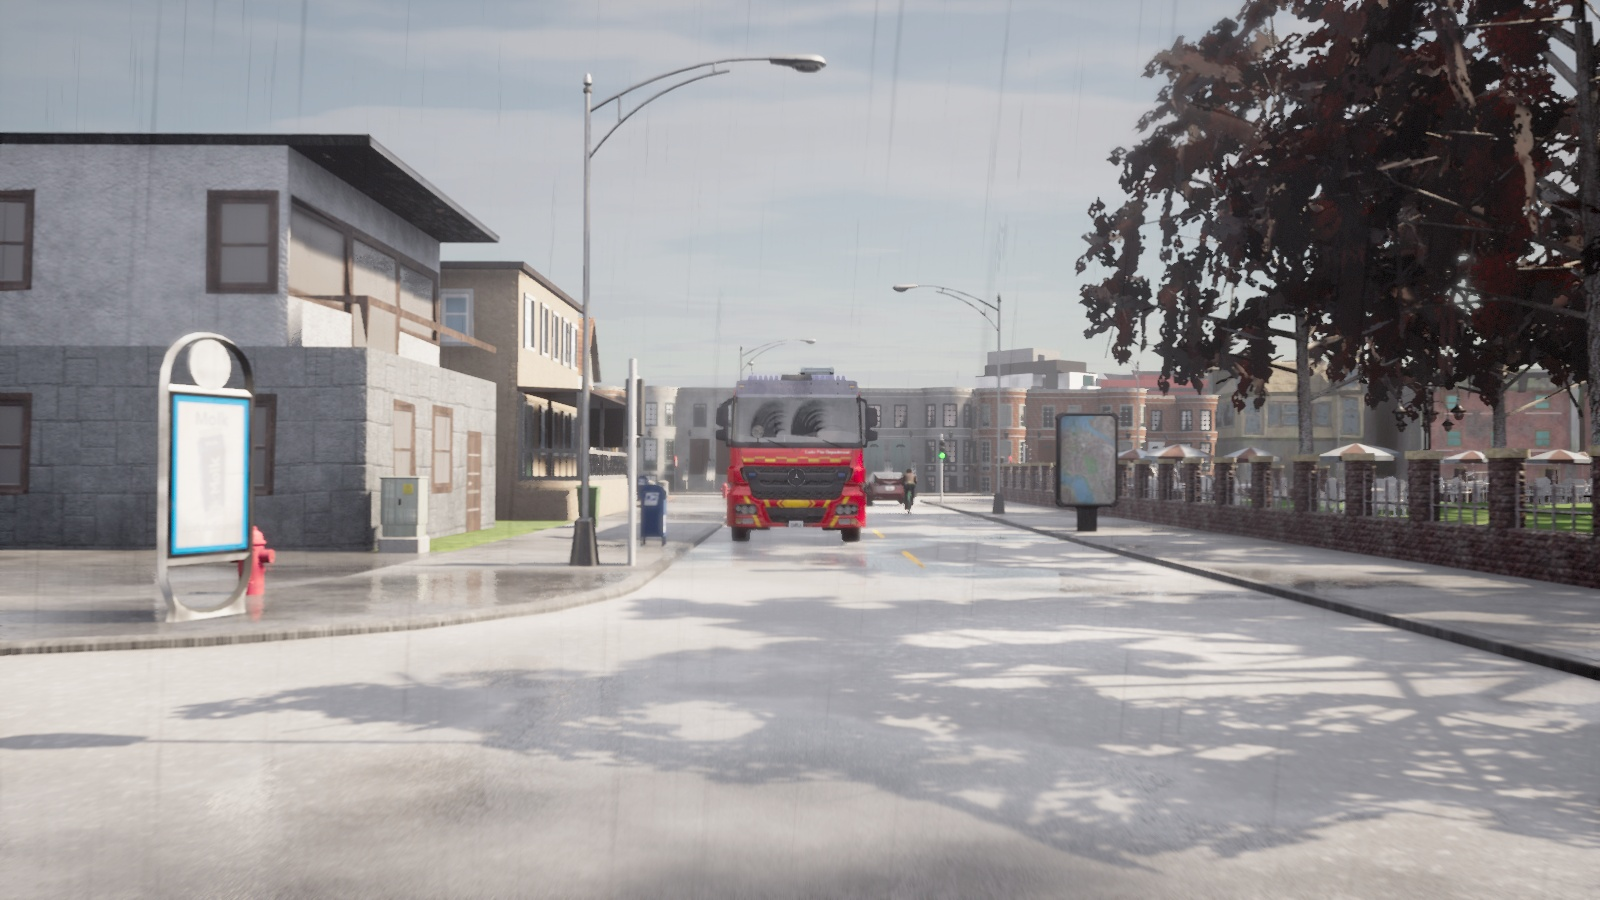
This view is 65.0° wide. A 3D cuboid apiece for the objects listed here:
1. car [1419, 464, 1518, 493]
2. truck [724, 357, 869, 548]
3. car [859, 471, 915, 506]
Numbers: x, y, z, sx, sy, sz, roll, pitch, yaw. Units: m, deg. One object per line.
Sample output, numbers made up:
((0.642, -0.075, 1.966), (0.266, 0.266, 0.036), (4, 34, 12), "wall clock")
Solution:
((39.270, 1.660, 73.898), (4.611, 1.667, 2.242), (0, -1, 2), "car")
((-0.077, 0.110, 29.427), (2.891, 3.827, 8.468), (0, -1, 0), "truck")
((3.860, 1.682, 56.333), (2.163, 1.488, 4.792), (0, -1, 0), "car")
